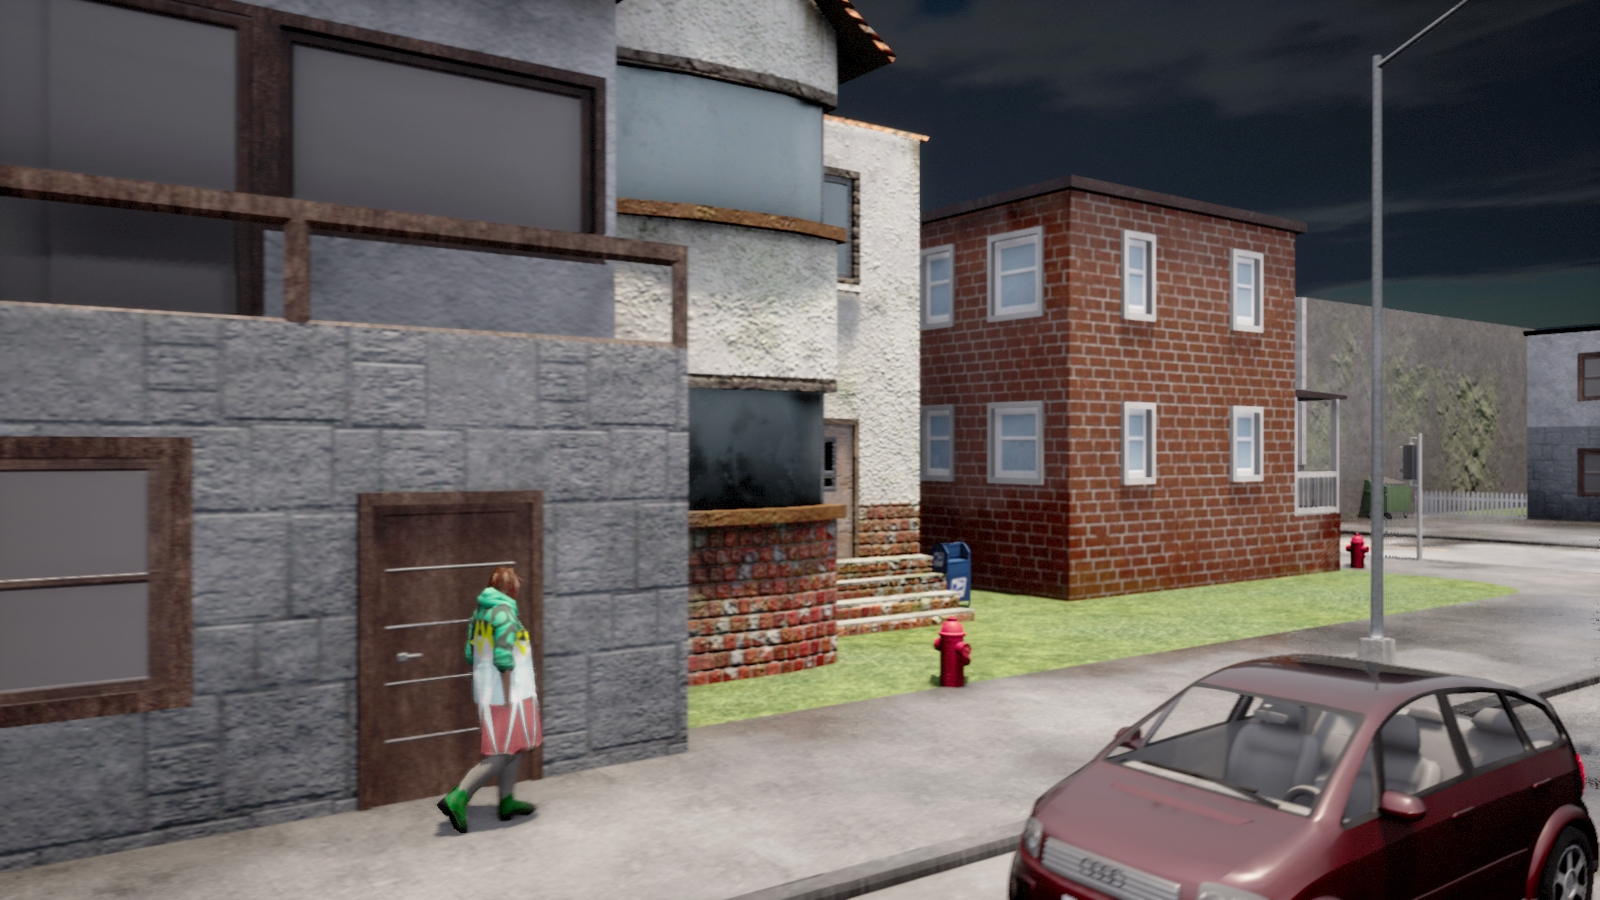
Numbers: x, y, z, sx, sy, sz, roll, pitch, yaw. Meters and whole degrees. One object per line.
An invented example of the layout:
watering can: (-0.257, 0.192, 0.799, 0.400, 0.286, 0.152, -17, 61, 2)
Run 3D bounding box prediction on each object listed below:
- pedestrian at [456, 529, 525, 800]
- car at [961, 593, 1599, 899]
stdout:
pedestrian: (-2.237, 1.516, 8.246, 0.375, 1.860, 0.375, 0, 0, -36)
car: (2.892, 1.806, 6.441, 3.705, 1.549, 1.789, 0, 0, -35)
